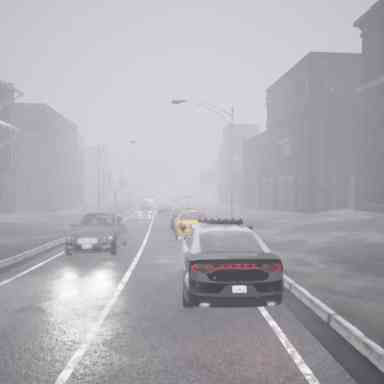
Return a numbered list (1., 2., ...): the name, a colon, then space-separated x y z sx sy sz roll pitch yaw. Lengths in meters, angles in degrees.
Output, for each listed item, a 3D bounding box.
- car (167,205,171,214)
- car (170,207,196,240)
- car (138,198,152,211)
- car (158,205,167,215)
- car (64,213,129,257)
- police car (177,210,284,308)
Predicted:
1. car: -0.642 1.857 24.191 1.882 1.535 5.008 0 -2 -6
2. car: -0.074 1.669 18.373 1.801 1.575 5.366 0 -1 -5
3. car: -7.748 2.326 55.186 1.837 1.490 4.892 0 1 -6
4. car: -3.803 2.451 47.031 1.895 1.301 4.718 0 0 -5
5. car: -3.734 1.620 13.667 2.128 1.511 4.902 0 -1 -5
6. police car: 0.676 1.465 8.198 1.930 1.638 5.238 0 -1 -3
